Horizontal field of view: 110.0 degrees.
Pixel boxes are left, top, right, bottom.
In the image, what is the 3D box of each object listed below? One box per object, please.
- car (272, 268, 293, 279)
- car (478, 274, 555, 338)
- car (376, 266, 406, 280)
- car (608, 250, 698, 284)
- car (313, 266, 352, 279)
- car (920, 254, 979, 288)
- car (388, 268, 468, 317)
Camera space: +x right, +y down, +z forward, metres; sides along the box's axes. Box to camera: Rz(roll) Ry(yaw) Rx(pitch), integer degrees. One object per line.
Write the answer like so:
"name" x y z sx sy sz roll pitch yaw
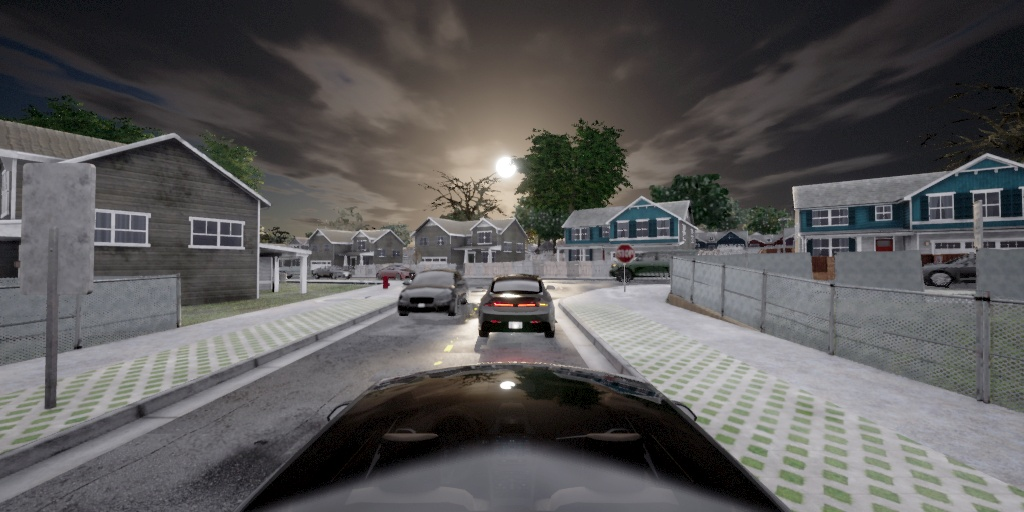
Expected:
"car" -28.426 2.133 43.290 4.181 1.385 1.994 -2 -2 29
"car" 0.170 1.258 10.228 1.837 1.490 4.892 0 0 2
"car" -10.458 1.562 32.690 4.181 1.385 1.994 -2 -2 32
"car" 8.932 0.680 22.480 5.566 2.045 2.150 -1 -2 22
"car" -18.996 1.761 37.873 4.902 1.511 2.128 -2 -2 30
"car" 20.203 0.634 15.304 4.892 1.490 1.837 -1 -2 37
"car" -2.745 1.262 13.296 1.837 1.490 4.892 0 0 0
